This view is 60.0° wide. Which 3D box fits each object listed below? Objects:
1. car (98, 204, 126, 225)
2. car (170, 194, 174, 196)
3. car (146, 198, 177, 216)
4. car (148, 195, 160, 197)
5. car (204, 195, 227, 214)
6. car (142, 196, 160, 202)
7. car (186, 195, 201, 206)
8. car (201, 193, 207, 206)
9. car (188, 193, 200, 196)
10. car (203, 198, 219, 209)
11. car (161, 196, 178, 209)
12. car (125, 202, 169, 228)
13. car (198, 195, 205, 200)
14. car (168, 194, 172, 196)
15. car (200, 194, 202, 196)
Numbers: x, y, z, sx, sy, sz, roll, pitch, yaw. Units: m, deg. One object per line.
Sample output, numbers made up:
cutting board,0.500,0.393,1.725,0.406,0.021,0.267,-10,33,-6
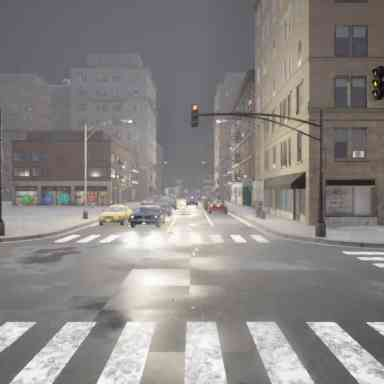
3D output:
car,-5.389,1.526,23.829,1.752,1.417,4.829,0,0,0
car,-5.392,1.530,69.124,1.752,1.417,4.829,0,0,0
car,-2.857,1.548,32.257,2.033,1.411,5.357,0,0,0
car,-5.390,1.317,46.647,2.192,1.841,5.009,0,0,0
car,2.635,1.441,35.322,1.967,1.590,4.097,0,0,0
car,-5.390,1.553,40.984,2.008,1.369,4.403,0,0,0
car,-0.003,1.604,53.814,1.895,1.301,4.718,0,0,0
car,2.635,1.317,40.985,2.192,1.841,5.009,0,0,0
car,-0.004,1.225,64.116,2.150,2.045,5.566,0,0,0
car,2.635,1.568,46.647,1.947,1.339,4.313,0,0,0
car,-2.844,1.528,42.098,1.812,1.442,4.674,0,0,0
car,-2.883,1.601,22.520,1.895,1.301,4.718,0,0,1
car,2.632,1.575,91.942,1.947,1.339,4.313,0,0,0
car,-5.391,1.586,63.632,1.802,1.307,4.206,0,0,0
car,2.633,1.555,69.294,2.008,1.369,4.403,0,0,0
